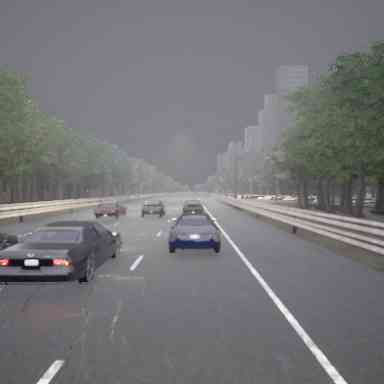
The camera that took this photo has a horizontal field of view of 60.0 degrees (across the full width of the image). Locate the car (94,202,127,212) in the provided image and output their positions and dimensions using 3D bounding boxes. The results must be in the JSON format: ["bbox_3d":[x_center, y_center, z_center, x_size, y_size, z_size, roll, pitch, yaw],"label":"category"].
[{"bbox_3d":[-6.900,1.557,28.754,1.895,1.301,4.718,0,0,0],"label":"car"}]

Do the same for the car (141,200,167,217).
[{"bbox_3d":[-3.402,1.442,30.207,2.128,1.511,4.902,0,0,0],"label":"car"}]

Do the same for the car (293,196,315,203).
[{"bbox_3d":[24.150,1.555,71.852,2.128,1.511,4.902,0,1,-42],"label":"car"}]

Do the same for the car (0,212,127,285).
[{"bbox_3d":[-3.402,1.541,9.551,2.033,1.411,5.357,0,0,0],"label":"car"}]

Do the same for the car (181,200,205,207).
[{"bbox_3d":[0.099,1.455,30.306,1.837,1.490,4.892,0,0,0],"label":"car"}]

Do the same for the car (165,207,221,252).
[{"bbox_3d":[0.098,1.553,13.845,1.994,1.385,4.181,0,0,0],"label":"car"}]
